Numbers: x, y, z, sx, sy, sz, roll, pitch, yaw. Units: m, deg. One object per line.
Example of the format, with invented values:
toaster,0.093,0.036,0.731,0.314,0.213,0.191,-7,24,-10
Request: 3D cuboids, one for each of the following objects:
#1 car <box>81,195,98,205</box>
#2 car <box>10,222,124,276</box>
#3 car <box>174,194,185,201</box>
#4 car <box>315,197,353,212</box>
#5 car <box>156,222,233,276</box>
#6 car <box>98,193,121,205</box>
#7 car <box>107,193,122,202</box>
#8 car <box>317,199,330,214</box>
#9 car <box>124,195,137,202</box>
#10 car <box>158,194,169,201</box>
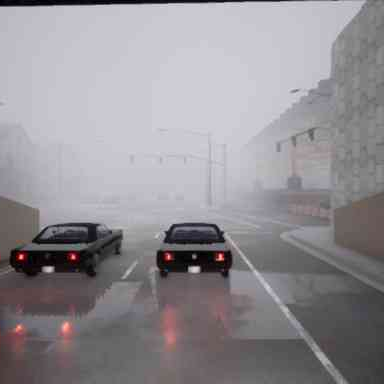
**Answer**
car,-17.120,1.303,55.892,2.128,1.511,4.902,0,0,2
car,-3.428,1.566,10.200,1.895,1.301,4.718,0,0,0
car,-2.678,1.127,71.260,1.994,1.385,4.181,0,0,1
car,14.070,1.184,32.759,1.853,1.218,4.536,0,0,45
car,0.072,1.566,10.192,1.895,1.301,4.718,0,0,0
car,-13.623,1.289,55.838,1.882,1.535,5.008,0,0,2
car,-16.676,1.114,71.522,2.097,1.767,4.553,0,0,1
car,14.034,1.342,32.723,2.038,1.542,4.974,0,0,45
car,-13.176,1.299,71.457,2.033,1.411,5.357,0,0,1
car,-6.177,1.127,71.347,1.994,1.385,4.181,0,0,1
